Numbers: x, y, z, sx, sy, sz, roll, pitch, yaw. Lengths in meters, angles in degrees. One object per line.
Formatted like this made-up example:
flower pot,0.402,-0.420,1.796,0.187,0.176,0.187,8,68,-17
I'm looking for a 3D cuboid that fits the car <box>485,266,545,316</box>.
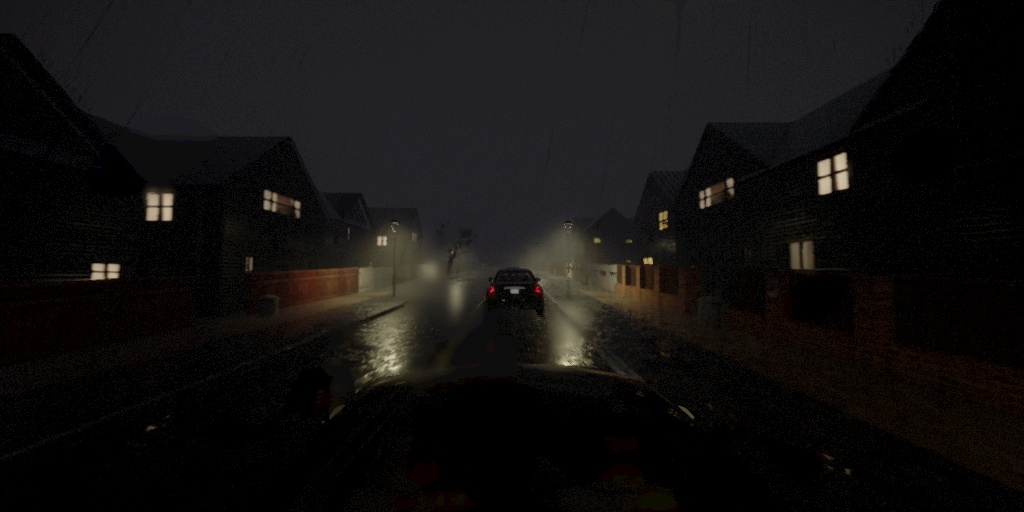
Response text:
car,0.095,1.261,14.352,2.097,1.767,4.553,0,-1,0
